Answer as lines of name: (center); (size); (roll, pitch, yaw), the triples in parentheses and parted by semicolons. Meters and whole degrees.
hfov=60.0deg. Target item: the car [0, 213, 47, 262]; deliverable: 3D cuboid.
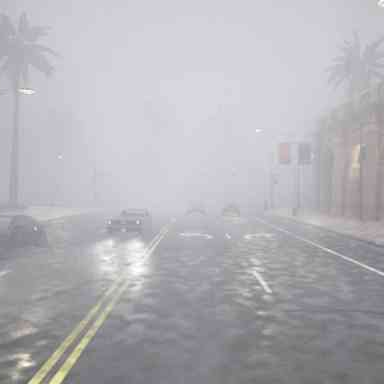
car: (-7.039, 1.547, 12.316); (1.812, 1.442, 4.674); (0, 0, 1)

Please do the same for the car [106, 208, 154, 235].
car: (-3.430, 1.634, 19.057); (1.895, 1.301, 4.718); (0, 0, 1)

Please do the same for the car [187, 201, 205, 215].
car: (0.433, 1.608, 34.820); (2.033, 1.411, 5.357); (0, 0, 1)

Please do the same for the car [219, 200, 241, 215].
car: (3.967, 1.586, 34.800); (1.812, 1.442, 4.674); (0, 0, 2)
